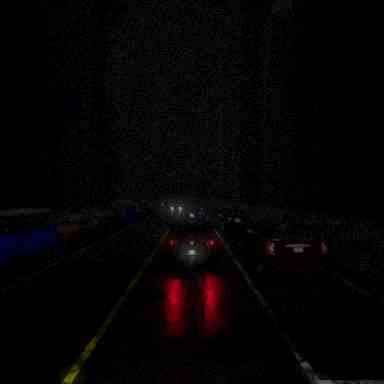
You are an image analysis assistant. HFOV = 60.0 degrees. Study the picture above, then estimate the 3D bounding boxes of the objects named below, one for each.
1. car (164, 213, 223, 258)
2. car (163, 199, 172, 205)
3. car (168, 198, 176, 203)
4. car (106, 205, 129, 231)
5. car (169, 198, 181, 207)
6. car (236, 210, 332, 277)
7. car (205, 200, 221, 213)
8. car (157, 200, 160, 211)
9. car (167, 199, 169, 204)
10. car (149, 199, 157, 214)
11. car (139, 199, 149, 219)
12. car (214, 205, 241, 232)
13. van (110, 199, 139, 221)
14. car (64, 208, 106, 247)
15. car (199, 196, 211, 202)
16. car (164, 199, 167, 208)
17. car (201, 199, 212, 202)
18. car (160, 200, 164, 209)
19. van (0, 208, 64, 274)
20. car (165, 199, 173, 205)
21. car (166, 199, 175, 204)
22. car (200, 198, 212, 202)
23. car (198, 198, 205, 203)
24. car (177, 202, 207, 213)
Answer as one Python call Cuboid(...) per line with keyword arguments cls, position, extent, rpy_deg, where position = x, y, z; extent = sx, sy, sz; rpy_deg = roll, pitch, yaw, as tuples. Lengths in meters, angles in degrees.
Cuboid(cls="car", position=(0.013, 1.732, 13.250), extent=(1.895, 1.301, 4.718), rpy_deg=(0, -1, 0))
Cuboid(cls="car", position=(-5.773, 2.386, 78.187), extent=(1.802, 1.307, 4.206), rpy_deg=(0, -1, 0))
Cuboid(cls="car", position=(-5.775, 2.544, 95.096), extent=(2.008, 1.369, 4.403), rpy_deg=(0, -1, 0))
Cuboid(cls="car", position=(-5.768, 1.767, 21.824), extent=(2.008, 1.369, 4.403), rpy_deg=(0, -1, 0))
Cuboid(cls="car", position=(-3.030, 2.182, 64.581), extent=(1.812, 1.442, 4.674), rpy_deg=(0, -1, 1))
Cuboid(cls="car", position=(2.758, 1.545, 10.560), extent=(1.967, 1.590, 4.097), rpy_deg=(0, -1, 0))
Cuboid(cls="car", position=(2.756, 1.970, 38.739), extent=(1.802, 1.307, 4.206), rpy_deg=(0, -1, 0))
Cuboid(cls="car", position=(-5.769, 2.012, 44.369), extent=(1.947, 1.339, 4.313), rpy_deg=(0, -1, 0))
Cuboid(cls="car", position=(-5.771, 2.203, 61.278), extent=(1.802, 1.307, 4.206), rpy_deg=(0, -1, 0))
Cuboid(cls="car", position=(-5.770, 1.703, 38.735), extent=(2.192, 1.841, 5.009), rpy_deg=(0, -1, 0))
Cuboid(cls="car", position=(-5.769, 1.771, 33.097), extent=(1.967, 1.590, 4.097), rpy_deg=(0, -1, 0))
Cuboid(cls="car", position=(2.757, 1.782, 21.831), extent=(1.947, 1.339, 4.313), rpy_deg=(0, -1, 0))
Cuboid(cls="van", position=(-5.769, 1.615, 27.462), extent=(1.690, 1.788, 3.998), rpy_deg=(0, -1, 0))
Cuboid(cls="car", position=(-5.767, 1.684, 16.018), extent=(1.752, 1.417, 4.829), rpy_deg=(0, -1, 0))
Cuboid(cls="car", position=(2.994, 1.909, 67.171), extent=(2.150, 2.045, 5.566), rpy_deg=(0, -1, 0))
Cuboid(cls="car", position=(-5.771, 2.113, 55.642), extent=(2.008, 1.369, 4.403), rpy_deg=(0, -1, 0))
Cuboid(cls="car", position=(2.755, 2.085, 50.011), extent=(1.802, 1.307, 4.206), rpy_deg=(0, -1, 0))
Cuboid(cls="car", position=(-5.770, 2.069, 50.005), extent=(1.947, 1.339, 4.313), rpy_deg=(0, -1, 0))
Cuboid(cls="van", position=(-5.767, 1.446, 10.553), extent=(1.690, 1.788, 3.998), rpy_deg=(0, -1, 0))
Cuboid(cls="car", position=(-5.773, 2.432, 83.823), extent=(1.947, 1.339, 4.313), rpy_deg=(0, -1, 0))
Cuboid(cls="car", position=(-5.774, 2.495, 89.459), extent=(1.947, 1.339, 4.313), rpy_deg=(0, -1, 0))
Cuboid(cls="car", position=(2.754, 2.144, 55.648), extent=(1.802, 1.307, 4.206), rpy_deg=(0, -1, 0))
Cuboid(cls="car", position=(2.750, 2.433, 95.099), extent=(1.967, 1.590, 4.097), rpy_deg=(0, -1, 0))
Cuboid(cls="car", position=(0.014, 1.848, 28.467), extent=(1.994, 1.385, 4.181), rpy_deg=(0, 0, 1))
